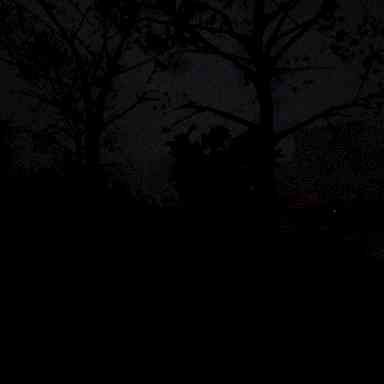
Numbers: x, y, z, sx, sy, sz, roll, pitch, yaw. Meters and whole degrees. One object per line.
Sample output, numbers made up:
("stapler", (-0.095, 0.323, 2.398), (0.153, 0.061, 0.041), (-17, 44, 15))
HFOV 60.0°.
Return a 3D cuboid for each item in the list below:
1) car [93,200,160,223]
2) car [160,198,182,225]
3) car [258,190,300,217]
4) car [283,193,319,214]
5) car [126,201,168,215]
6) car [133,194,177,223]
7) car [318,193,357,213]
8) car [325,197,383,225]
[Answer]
("car", (-5.466, 1.557, 28.220), (5.366, 1.575, 1.946), (-2, 0, -44))
("car", (0.624, 1.350, 22.277), (4.892, 1.521, 2.231), (-2, 0, -45))
("car", (8.540, 0.863, 31.661), (5.566, 2.045, 2.435), (-2, 0, -44))
("car", (10.613, 1.057, 29.600), (5.008, 1.535, 2.097), (-2, 0, -45))
("car", (-4.857, 1.710, 35.153), (1.895, 1.301, 4.718), (-2, -1, -44))
("car", (-1.328, 1.155, 24.282), (5.566, 2.045, 2.435), (-2, 0, -45))
("car", (12.721, 0.873, 27.420), (4.553, 1.767, 2.185), (-2, 0, -45))
("car", (10.428, 1.161, 18.403), (2.033, 1.411, 5.357), (-1, 0, -28))
